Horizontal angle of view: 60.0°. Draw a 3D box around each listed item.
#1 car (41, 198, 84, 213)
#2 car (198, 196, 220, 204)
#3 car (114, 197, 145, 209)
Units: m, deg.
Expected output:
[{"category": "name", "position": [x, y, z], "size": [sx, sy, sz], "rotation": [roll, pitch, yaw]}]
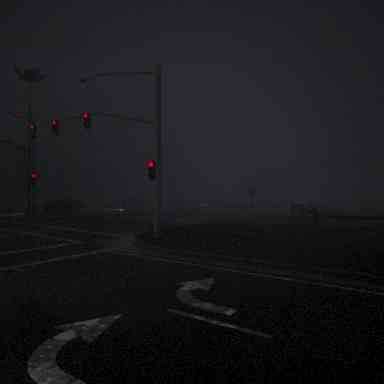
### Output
[{"category": "car", "position": [-14.636, 1.491, 37.926], "size": [2.128, 1.511, 4.902], "rotation": [0, 0, 36]}, {"category": "car", "position": [3.340, 1.547, 63.479], "size": [2.033, 1.411, 5.357], "rotation": [0, 0, 36]}, {"category": "car", "position": [-8.656, 1.504, 46.421], "size": [1.837, 1.490, 4.892], "rotation": [0, 0, 35]}]
